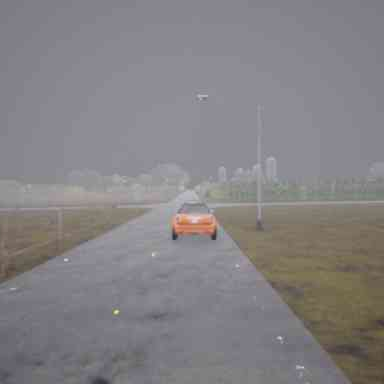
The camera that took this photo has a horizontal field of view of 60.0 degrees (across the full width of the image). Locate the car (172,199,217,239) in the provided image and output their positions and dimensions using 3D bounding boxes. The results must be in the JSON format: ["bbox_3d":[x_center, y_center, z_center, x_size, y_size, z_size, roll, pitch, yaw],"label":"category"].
[{"bbox_3d":[0.096,1.321,17.168,2.097,1.767,4.553,0,0,-1],"label":"car"}]

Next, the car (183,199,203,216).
[{"bbox_3d":[0.095,1.462,32.896,1.812,1.442,4.674,0,0,0],"label":"car"}]
